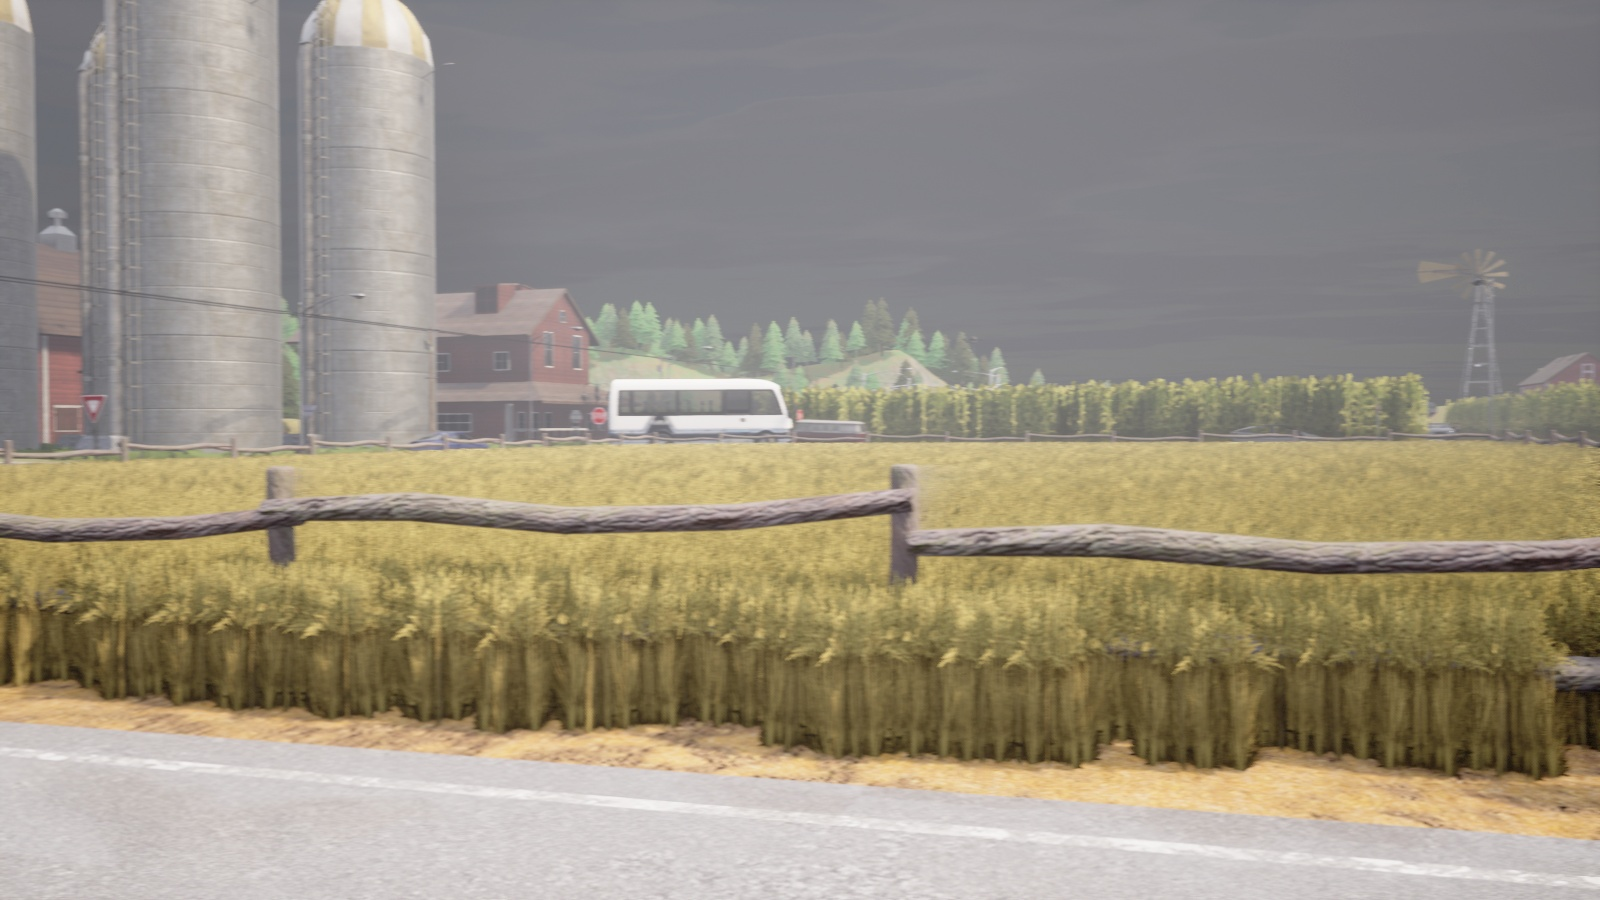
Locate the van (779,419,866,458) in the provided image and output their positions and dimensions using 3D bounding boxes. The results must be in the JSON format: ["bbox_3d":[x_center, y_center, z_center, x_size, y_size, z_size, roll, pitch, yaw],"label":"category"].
[{"bbox_3d":[1.262,-0.668,70.162,4.442,1.987,1.775,2,2,19],"label":"van"}]

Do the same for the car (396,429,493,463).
[{"bbox_3d":[-15.641,-0.204,55.491,1.812,1.442,4.674,1,1,19],"label":"car"}]

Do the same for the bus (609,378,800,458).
[{"bbox_3d":[-5.276,-1.845,69.781,10.273,4.253,3.944,0,3,-5],"label":"bus"}]

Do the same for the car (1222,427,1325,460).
[{"bbox_3d":[22.423,-0.317,59.645,4.514,1.525,2.007,0,1,19],"label":"car"}]

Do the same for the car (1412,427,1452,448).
[{"bbox_3d":[44.666,-0.882,88.803,1.994,1.385,4.181,1,0,19],"label":"car"}]
